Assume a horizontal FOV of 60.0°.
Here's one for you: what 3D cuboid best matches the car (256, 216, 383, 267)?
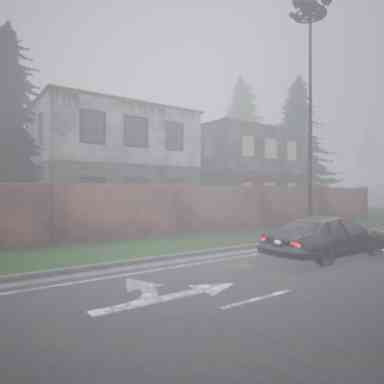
[{"bbox_3d":[4.623,1.548,11.413,5.357,1.411,2.033,0,0,-35],"label":"car"}]
